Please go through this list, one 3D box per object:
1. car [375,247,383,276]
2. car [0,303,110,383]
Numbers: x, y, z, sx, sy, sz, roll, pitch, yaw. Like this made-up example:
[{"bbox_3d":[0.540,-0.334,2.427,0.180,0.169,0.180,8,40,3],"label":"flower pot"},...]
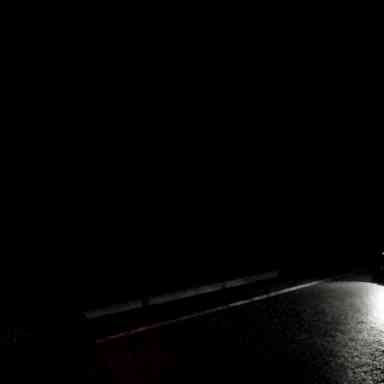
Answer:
[{"bbox_3d":[6.688,1.546,8.746,4.181,1.385,1.994,0,0,-35],"label":"car"},{"bbox_3d":[-2.851,1.524,1.968,4.674,1.442,1.812,0,0,-35],"label":"car"}]
